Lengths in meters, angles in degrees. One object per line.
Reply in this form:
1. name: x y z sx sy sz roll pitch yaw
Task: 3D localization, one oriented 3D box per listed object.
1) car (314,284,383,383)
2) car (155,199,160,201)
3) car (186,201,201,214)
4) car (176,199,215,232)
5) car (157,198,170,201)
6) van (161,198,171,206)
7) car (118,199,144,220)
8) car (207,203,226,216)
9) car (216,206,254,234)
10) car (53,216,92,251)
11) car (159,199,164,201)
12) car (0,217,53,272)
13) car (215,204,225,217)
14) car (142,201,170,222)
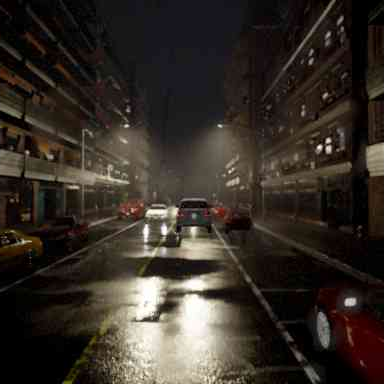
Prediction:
1. car: 2.697 1.578 3.308 1.887 1.381 4.507 0 -1 0
2. car: -5.639 2.007 43.149 1.947 1.339 4.313 0 -1 0
3. car: 0.147 1.935 42.222 1.837 1.490 4.892 0 -1 0
4. car: 0.125 1.440 21.740 2.150 2.045 5.566 0 0 0
5. car: -5.620 1.955 60.219 2.192 1.841 5.009 0 -1 0
6. van: -5.607 2.118 71.600 1.690 1.788 3.998 0 -1 0
7. car: -5.650 1.634 31.770 2.192 1.841 5.009 0 -1 0
8. car: 2.735 1.962 37.447 1.802 1.307 4.206 0 -1 0
9. car: 2.716 1.785 20.377 1.802 1.307 4.206 0 -1 0
10. car: -5.670 1.727 14.699 1.802 1.307 4.206 0 -1 0
11. car: -5.633 2.088 48.837 1.802 1.307 4.206 0 -1 0
12. car: -5.676 1.612 8.839 1.752 1.417 4.829 0 -1 0
13. car: 2.729 1.902 31.757 1.802 1.307 4.206 0 -1 0
14. car: -2.967 1.836 29.425 1.812 1.442 4.674 0 -1 0
